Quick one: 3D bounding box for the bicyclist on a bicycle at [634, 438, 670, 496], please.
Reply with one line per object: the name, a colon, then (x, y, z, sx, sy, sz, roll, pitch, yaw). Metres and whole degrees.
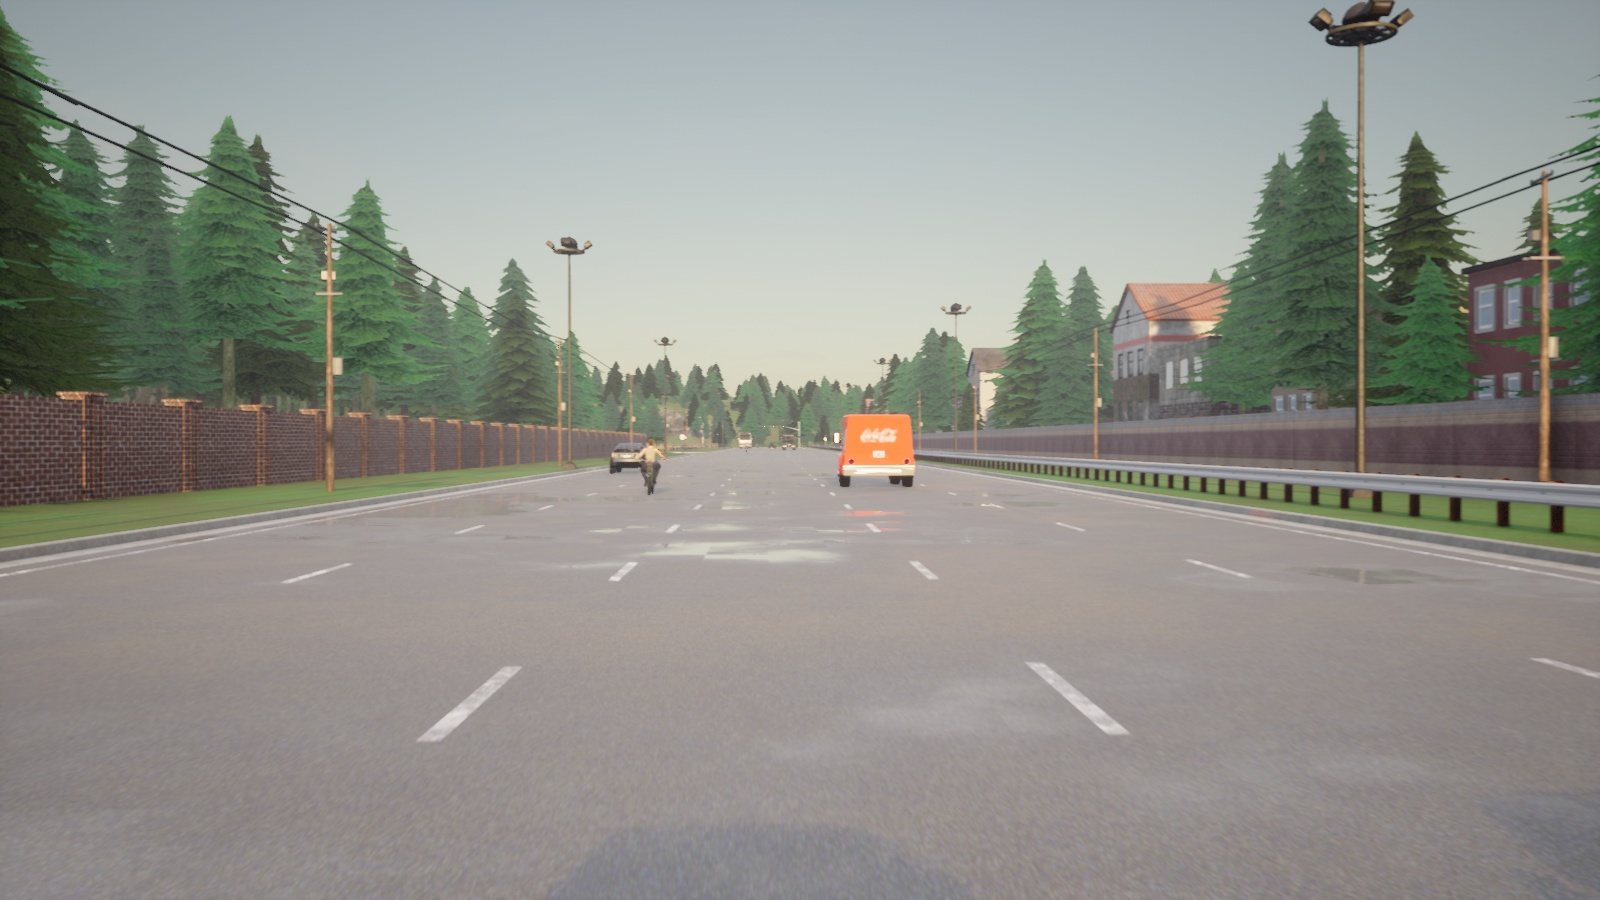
bicyclist on a bicycle: (-4.262, 0.477, 36.247, 0.866, 1.612, 1.509, 0, 0, -1)

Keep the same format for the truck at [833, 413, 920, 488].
truck: (2.581, 0.014, 43.830, 2.627, 2.467, 5.204, 0, 0, -1)

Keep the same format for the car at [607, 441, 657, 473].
car: (-8.326, 0.337, 62.574, 2.007, 1.525, 4.514, 0, 0, -1)
